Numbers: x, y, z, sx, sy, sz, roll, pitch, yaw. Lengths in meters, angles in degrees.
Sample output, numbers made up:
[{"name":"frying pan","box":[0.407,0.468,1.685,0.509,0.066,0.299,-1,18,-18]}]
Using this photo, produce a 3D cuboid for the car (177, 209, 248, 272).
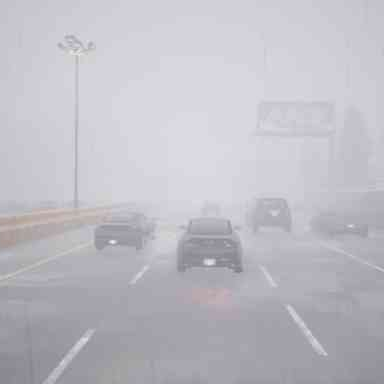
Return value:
[{"name":"car","box":[0.575,1.550,10.979,1.837,1.490,4.892,0,0,3]}]

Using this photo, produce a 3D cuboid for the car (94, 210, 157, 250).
[{"name":"car","box":[-2.740,1.552,14.475,1.837,1.490,4.892,0,0,3]}]

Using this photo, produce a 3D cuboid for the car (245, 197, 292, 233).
[{"name":"car","box":[4.621,1.316,20.638,2.150,2.045,5.566,0,0,3]}]

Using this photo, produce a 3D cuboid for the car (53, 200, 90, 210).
[{"name":"car","box":[-12.175,1.607,34.601,1.837,1.490,4.892,0,-1,3]}]

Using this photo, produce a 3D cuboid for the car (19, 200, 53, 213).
[{"name":"car","box":[-15.655,1.608,35.000,1.837,1.490,4.892,0,0,3]}]

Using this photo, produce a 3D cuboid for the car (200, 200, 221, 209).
[{"name":"car","box":[1.930,1.641,34.240,1.837,1.490,4.892,0,0,3]}]

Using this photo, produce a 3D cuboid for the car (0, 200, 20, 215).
[{"name":"car","box":[-19.149,1.567,35.213,2.128,1.511,4.902,0,0,3]}]

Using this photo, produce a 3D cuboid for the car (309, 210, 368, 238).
[{"name":"car","box":[8.008,1.660,18.524,1.994,1.385,4.181,0,0,3]}]
